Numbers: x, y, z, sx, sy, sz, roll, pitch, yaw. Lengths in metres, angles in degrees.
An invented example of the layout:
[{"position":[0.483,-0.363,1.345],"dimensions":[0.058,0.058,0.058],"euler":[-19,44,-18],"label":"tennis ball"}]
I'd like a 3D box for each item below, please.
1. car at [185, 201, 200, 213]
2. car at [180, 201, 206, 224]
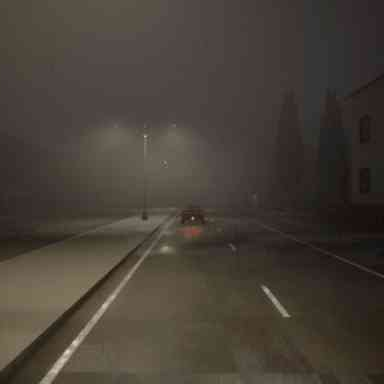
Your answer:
[{"position":[0.093,1.944,43.598],"dimensions":[1.812,1.442,4.674],"euler":[0,-1,0],"label":"car"},{"position":[0.079,1.770,27.674],"dimensions":[1.837,1.490,4.892],"euler":[0,-1,0],"label":"car"}]
